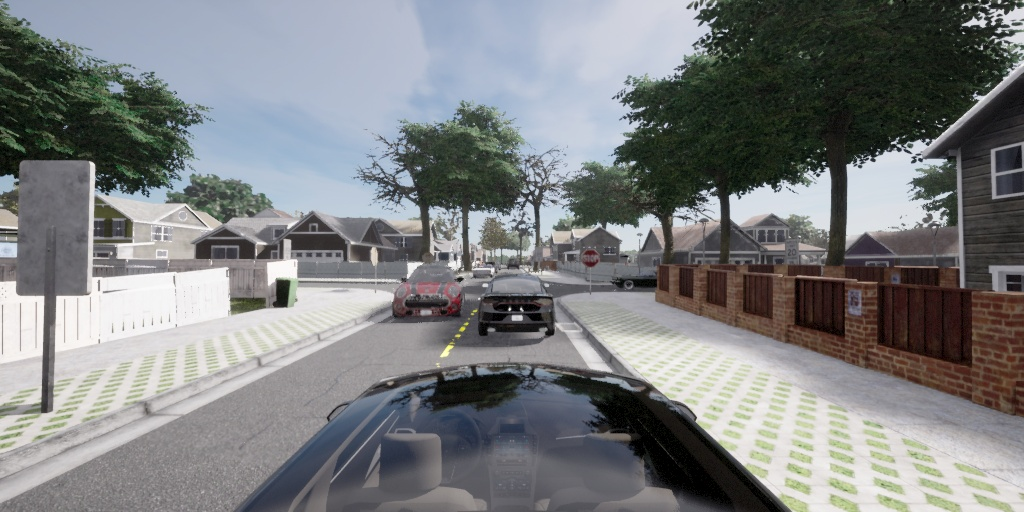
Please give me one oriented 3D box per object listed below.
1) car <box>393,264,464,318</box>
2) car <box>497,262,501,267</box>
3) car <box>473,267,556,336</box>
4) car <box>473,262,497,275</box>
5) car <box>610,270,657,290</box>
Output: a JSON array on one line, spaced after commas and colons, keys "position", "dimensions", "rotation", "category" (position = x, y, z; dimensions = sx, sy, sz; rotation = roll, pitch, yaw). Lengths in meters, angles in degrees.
[{"position": [-2.822, 1.121, 13.002], "dimensions": [2.097, 1.767, 4.553], "rotation": [0, 0, -6], "category": "car"}, {"position": [-2.756, 1.463, 46.130], "dimensions": [1.837, 1.490, 4.892], "rotation": [0, -1, 0], "category": "car"}, {"position": [0.118, 1.239, 10.488], "dimensions": [1.882, 1.535, 5.008], "rotation": [0, 0, 0], "category": "car"}, {"position": [-2.782, 1.472, 35.759], "dimensions": [1.895, 1.301, 4.718], "rotation": [0, 0, 0], "category": "car"}, {"position": [9.061, 1.596, 23.965], "dimensions": [4.718, 1.301, 1.895], "rotation": [1, -1, -1], "category": "car"}]
